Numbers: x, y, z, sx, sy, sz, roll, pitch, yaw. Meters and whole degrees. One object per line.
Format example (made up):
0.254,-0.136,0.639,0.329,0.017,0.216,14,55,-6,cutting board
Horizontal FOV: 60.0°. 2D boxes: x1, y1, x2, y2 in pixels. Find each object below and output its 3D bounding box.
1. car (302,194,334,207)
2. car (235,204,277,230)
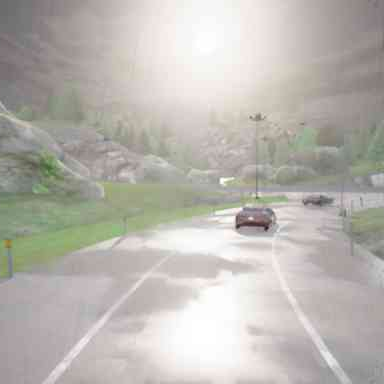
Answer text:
13.998,0.897,36.651,1.895,1.301,4.718,2,4,42,car
3.935,1.389,20.199,1.994,1.385,4.181,1,2,20,car
